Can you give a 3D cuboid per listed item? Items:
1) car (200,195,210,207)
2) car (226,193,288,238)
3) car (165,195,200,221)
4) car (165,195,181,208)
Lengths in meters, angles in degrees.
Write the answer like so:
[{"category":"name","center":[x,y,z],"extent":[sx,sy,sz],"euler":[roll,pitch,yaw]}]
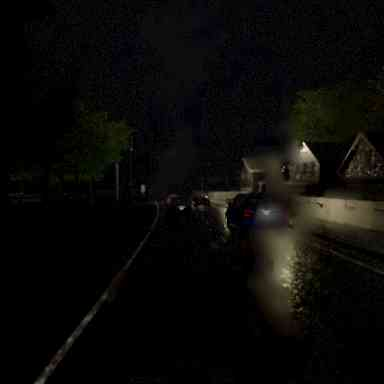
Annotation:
[{"category":"car","center":[1.075,1.063,41.949],"extent":[2.128,1.511,4.902],"euler":[0,1,-6]},{"category":"car","center":[3.128,1.072,16.956],"extent":[2.150,2.045,5.566],"euler":[0,1,-3]},{"category":"car","center":[-0.850,1.130,24.678],"extent":[2.097,1.767,4.553],"euler":[0,0,-4]},{"category":"car","center":[-2.450,1.105,41.964],"extent":[1.812,1.442,4.674],"euler":[0,1,-6]}]
